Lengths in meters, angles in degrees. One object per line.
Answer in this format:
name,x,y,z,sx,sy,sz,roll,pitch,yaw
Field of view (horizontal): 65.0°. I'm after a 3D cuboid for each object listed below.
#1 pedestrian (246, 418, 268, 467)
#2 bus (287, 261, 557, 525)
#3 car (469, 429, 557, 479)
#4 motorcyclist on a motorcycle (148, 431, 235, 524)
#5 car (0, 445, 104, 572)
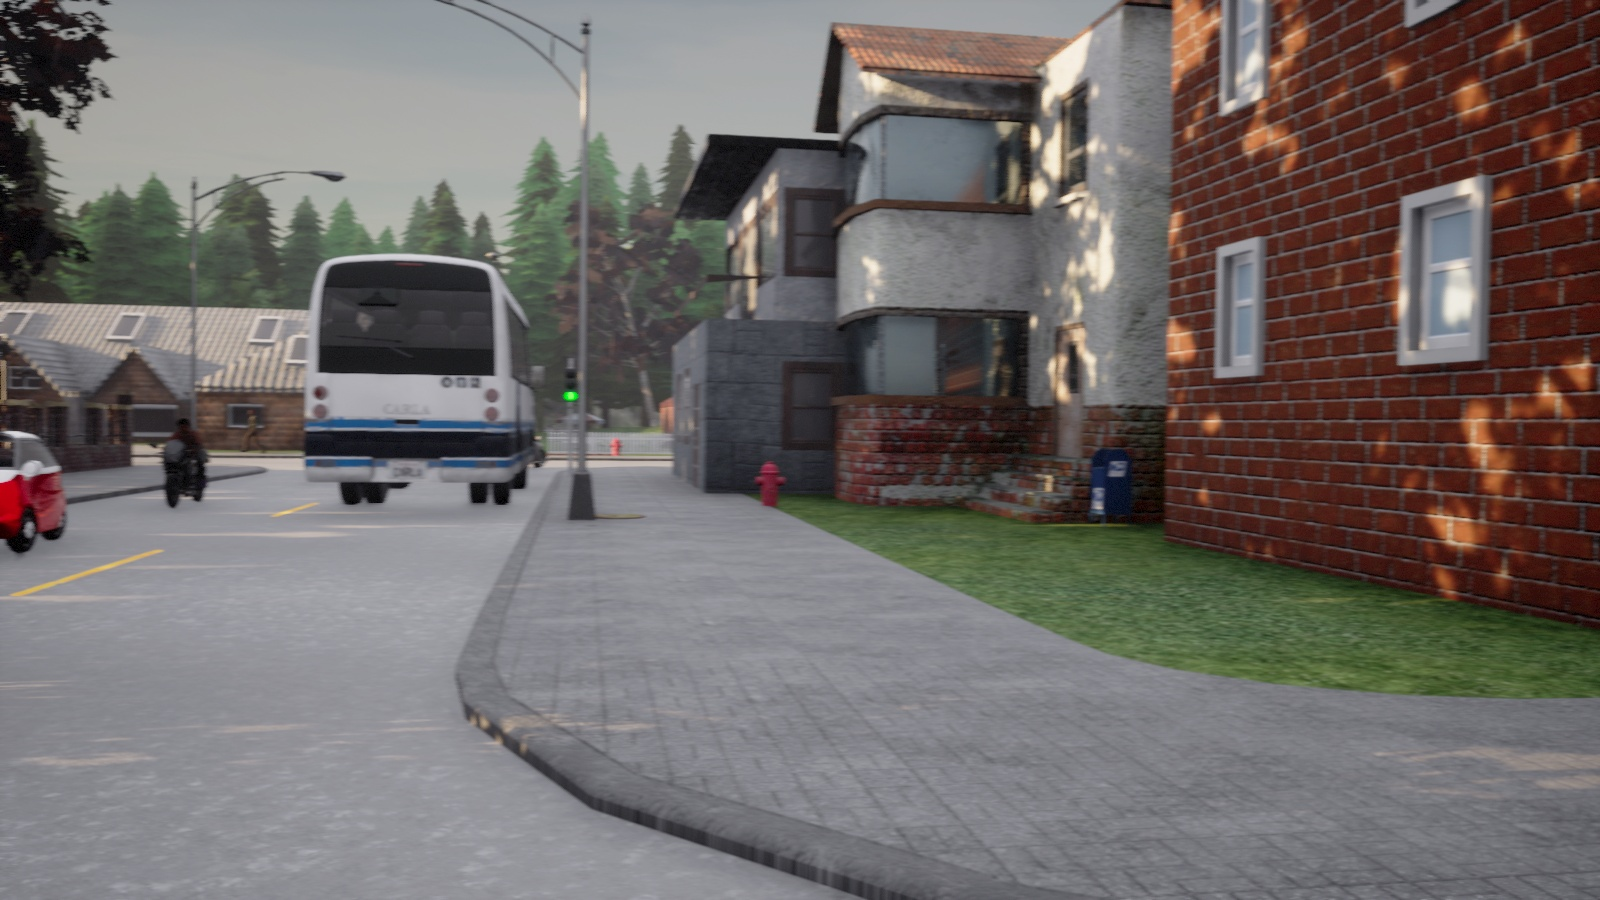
pedestrian,-21.775,-0.303,50.385,0.692,1.930,0.395,-1,1,-10
bus,-7.145,-1.026,25.655,3.944,4.253,10.273,-1,1,-9
car,-9.170,0.089,40.390,1.845,1.501,3.633,-1,1,2
motorcyclist on a motorcycle,-10.548,0.440,21.842,0.797,1.523,2.044,-1,1,-10
car,-9.378,0.644,14.740,1.481,1.376,2.207,-1,1,-11
